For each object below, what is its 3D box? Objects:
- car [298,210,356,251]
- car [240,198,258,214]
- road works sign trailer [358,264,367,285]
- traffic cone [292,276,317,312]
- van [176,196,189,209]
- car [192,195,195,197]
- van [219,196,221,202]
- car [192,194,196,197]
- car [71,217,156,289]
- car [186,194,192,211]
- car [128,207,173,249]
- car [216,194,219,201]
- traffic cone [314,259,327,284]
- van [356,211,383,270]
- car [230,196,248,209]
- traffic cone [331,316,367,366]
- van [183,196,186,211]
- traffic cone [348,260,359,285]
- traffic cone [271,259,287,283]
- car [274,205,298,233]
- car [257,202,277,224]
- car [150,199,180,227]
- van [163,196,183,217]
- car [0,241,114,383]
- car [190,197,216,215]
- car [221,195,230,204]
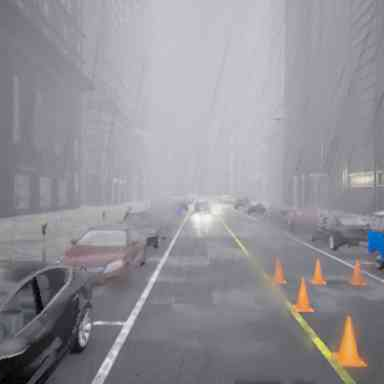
[{"bbox_3d":[6.403,1.673,14.530,2.008,1.369,4.403,1,0,1],"label":"car"},{"bbox_3d":[6.912,1.734,37.069,1.887,1.381,4.507,1,0,1],"label":"car"},{"bbox_3d":[3.578,0.375,3.562,2.380,3.560,2.880,1,0,10],"label":"road works sign trailer"},{"bbox_3d":[2.181,2.000,6.535,0.340,0.580,0.340,1,0,1],"label":"traffic cone"},{"bbox_3d":[-1.353,1.448,48.516,1.690,1.788,3.998,1,0,1],"label":"van"},{"bbox_3d":[-0.974,1.712,65.422,1.887,1.381,4.507,1,0,1],"label":"car"},{"bbox_3d":[7.804,1.671,76.512,1.690,1.788,3.998,1,0,1],"label":"van"},{"bbox_3d":[-0.721,1.777,76.692,1.947,1.339,4.313,1,0,1],"label":"car"},{"bbox_3d":[-2.246,1.570,9.071,1.802,1.307,4.206,1,0,1],"label":"car"},{"bbox_3d":[-1.480,1.403,42.882,2.192,1.841,5.009,1,0,1],"label":"car"},{"bbox_3d":[-2.119,1.569,14.706,1.947,1.339,4.313,1,0,1],"label":"car"},{"bbox_3d":[8.057,1.815,87.782,1.967,1.590,4.097,1,0,1],"label":"car"},{"bbox_3d":[3.226,2.019,8.512,0.340,0.580,0.340,1,0,1],"label":"traffic cone"},{"bbox_3d":[6.279,1.448,8.895,1.690,1.788,3.998,1,0,1],"label":"van"},{"bbox_3d":[7.169,1.541,48.338,2.192,1.841,5.009,1,0,1],"label":"car"},{"bbox_3d":[2.136,1.995,4.536,0.340,0.580,0.340,1,0,1],"label":"traffic cone"},{"bbox_3d":[-1.735,1.394,31.612,1.690,1.788,3.998,1,0,1],"label":"van"},{"bbox_3d":[4.225,2.033,8.490,0.340,0.580,0.340,1,0,1],"label":"traffic cone"},{"bbox_3d":[2.226,2.005,8.535,0.340,0.580,0.340,1,0,1],"label":"traffic cone"},{"bbox_3d":[6.530,1.719,20.164,1.802,1.307,4.206,1,0,1],"label":"car"},{"bbox_3d":[6.658,1.705,25.799,2.008,1.369,4.403,1,0,1],"label":"car"},{"bbox_3d":[-1.990,1.459,20.342,1.967,1.590,4.097,1,0,1],"label":"car"},{"bbox_3d":[-1.862,1.377,25.977,1.690,1.788,3.998,1,0,1],"label":"van"},{"bbox_3d":[-2.373,1.540,3.435,1.947,1.339,4.313,1,0,1],"label":"car"},{"bbox_3d":[1.136,1.598,36.385,2.128,1.511,4.902,1,0,1],"label":"car"},{"bbox_3d":[7.679,1.834,71.047,1.752,1.417,4.829,1,0,1],"label":"car"}]
